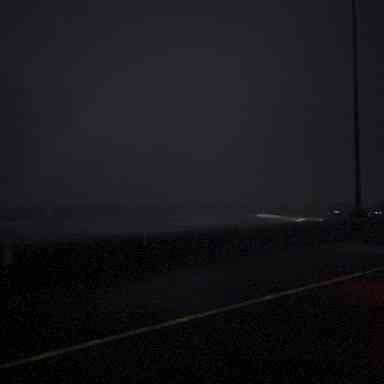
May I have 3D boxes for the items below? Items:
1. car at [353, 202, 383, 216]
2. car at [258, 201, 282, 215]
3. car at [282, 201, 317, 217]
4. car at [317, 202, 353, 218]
[{"bbox_3d":[16.278,1.675,28.400,4.902,1.511,2.128,0,0,-35],"label":"car"},{"bbox_3d":[9.723,1.722,36.626,5.357,1.411,2.033,0,0,-35],"label":"car"},{"bbox_3d":[11.857,1.655,33.846,5.008,1.535,1.882,0,0,-35],"label":"car"},{"bbox_3d":[14.216,1.687,31.228,4.892,1.490,1.837,0,0,-35],"label":"car"}]
